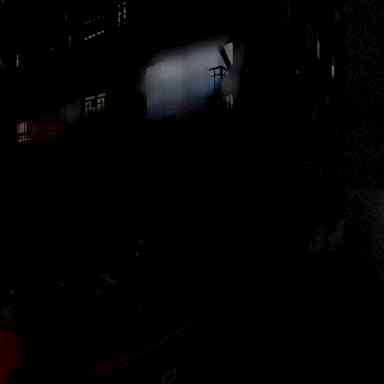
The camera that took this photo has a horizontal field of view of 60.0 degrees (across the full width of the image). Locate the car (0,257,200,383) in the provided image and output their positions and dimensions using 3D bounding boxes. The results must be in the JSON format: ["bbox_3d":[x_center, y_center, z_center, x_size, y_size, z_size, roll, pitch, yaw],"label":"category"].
[{"bbox_3d":[-2.023,1.545,4.316,4.507,1.381,1.887,0,0,35],"label":"car"}]

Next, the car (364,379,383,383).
[{"bbox_3d":[2.569,1.566,1.047,4.313,1.339,1.947,0,0,35],"label":"car"}]
